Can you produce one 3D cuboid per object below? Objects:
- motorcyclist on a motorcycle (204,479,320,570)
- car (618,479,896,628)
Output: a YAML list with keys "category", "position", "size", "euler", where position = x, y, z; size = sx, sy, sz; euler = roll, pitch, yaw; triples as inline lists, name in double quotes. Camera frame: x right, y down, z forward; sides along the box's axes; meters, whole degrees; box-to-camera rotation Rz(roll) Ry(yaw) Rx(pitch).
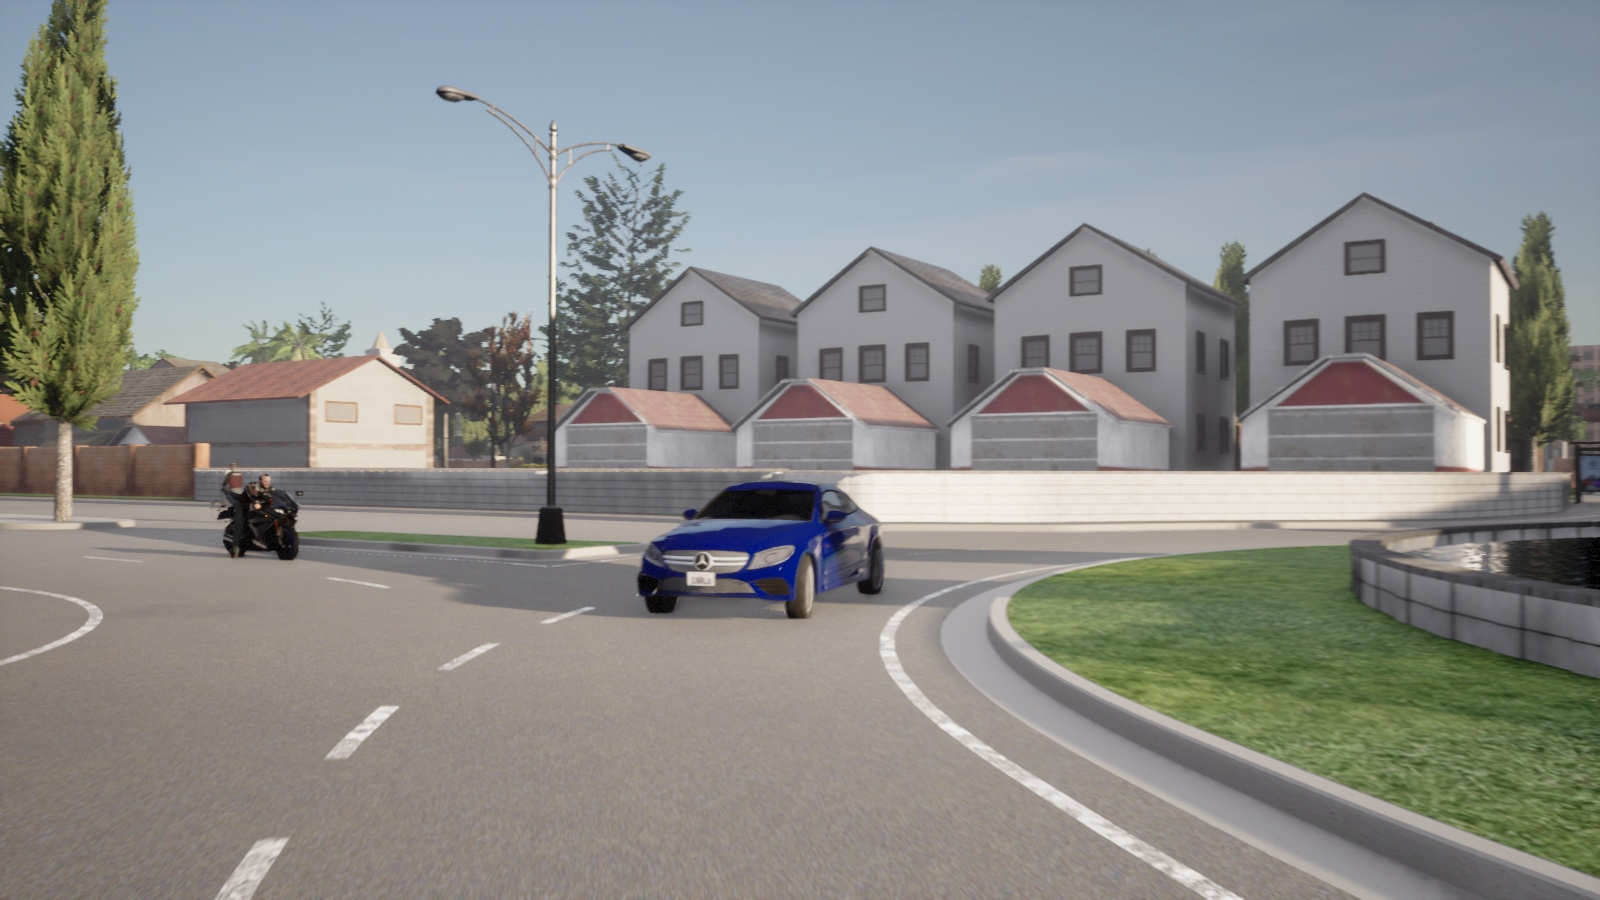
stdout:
- category: "motorcyclist on a motorcycle"
  position: [-9.530, 1.274, 22.213]
  size: [2.191, 1.530, 0.866]
  euler: [-1, -1, 35]
- category: "car"
  position: [-0.296, 1.093, 14.965]
  size: [1.812, 1.442, 4.674]
  euler: [-1, -1, 18]
